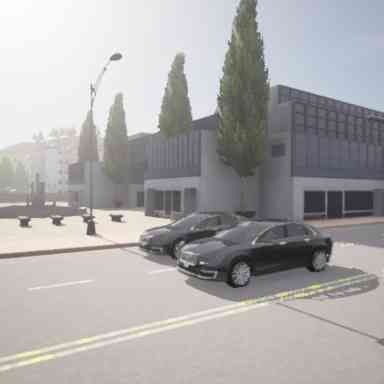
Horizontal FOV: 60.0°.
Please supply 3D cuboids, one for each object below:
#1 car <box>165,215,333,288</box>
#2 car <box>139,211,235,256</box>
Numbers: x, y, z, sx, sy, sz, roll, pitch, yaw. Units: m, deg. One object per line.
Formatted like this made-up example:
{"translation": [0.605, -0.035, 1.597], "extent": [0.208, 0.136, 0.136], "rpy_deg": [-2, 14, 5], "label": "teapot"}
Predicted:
{"translation": [1.912, 1.522, 9.327], "extent": [4.892, 1.490, 1.837], "rpy_deg": [0, 0, -32], "label": "car"}
{"translation": [0.409, 1.523, 12.516], "extent": [4.892, 1.490, 1.837], "rpy_deg": [0, 0, -32], "label": "car"}
